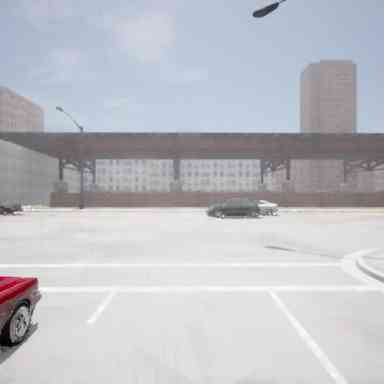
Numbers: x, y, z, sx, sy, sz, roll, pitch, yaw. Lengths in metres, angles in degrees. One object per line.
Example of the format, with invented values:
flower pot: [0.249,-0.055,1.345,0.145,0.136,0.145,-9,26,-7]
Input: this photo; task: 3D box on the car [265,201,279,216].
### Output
car: [5.940,1.496,31.955,4.674,1.442,1.812,0,0,0]

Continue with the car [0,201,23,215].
car: [-19.371,1.517,32.248,5.357,1.411,2.033,0,0,1]

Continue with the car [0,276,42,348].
car: [-3.395,1.598,3.335,1.895,1.301,4.718,0,0,0]

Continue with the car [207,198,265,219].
car: [3.558,1.325,28.493,4.553,1.767,2.097,0,0,1]
